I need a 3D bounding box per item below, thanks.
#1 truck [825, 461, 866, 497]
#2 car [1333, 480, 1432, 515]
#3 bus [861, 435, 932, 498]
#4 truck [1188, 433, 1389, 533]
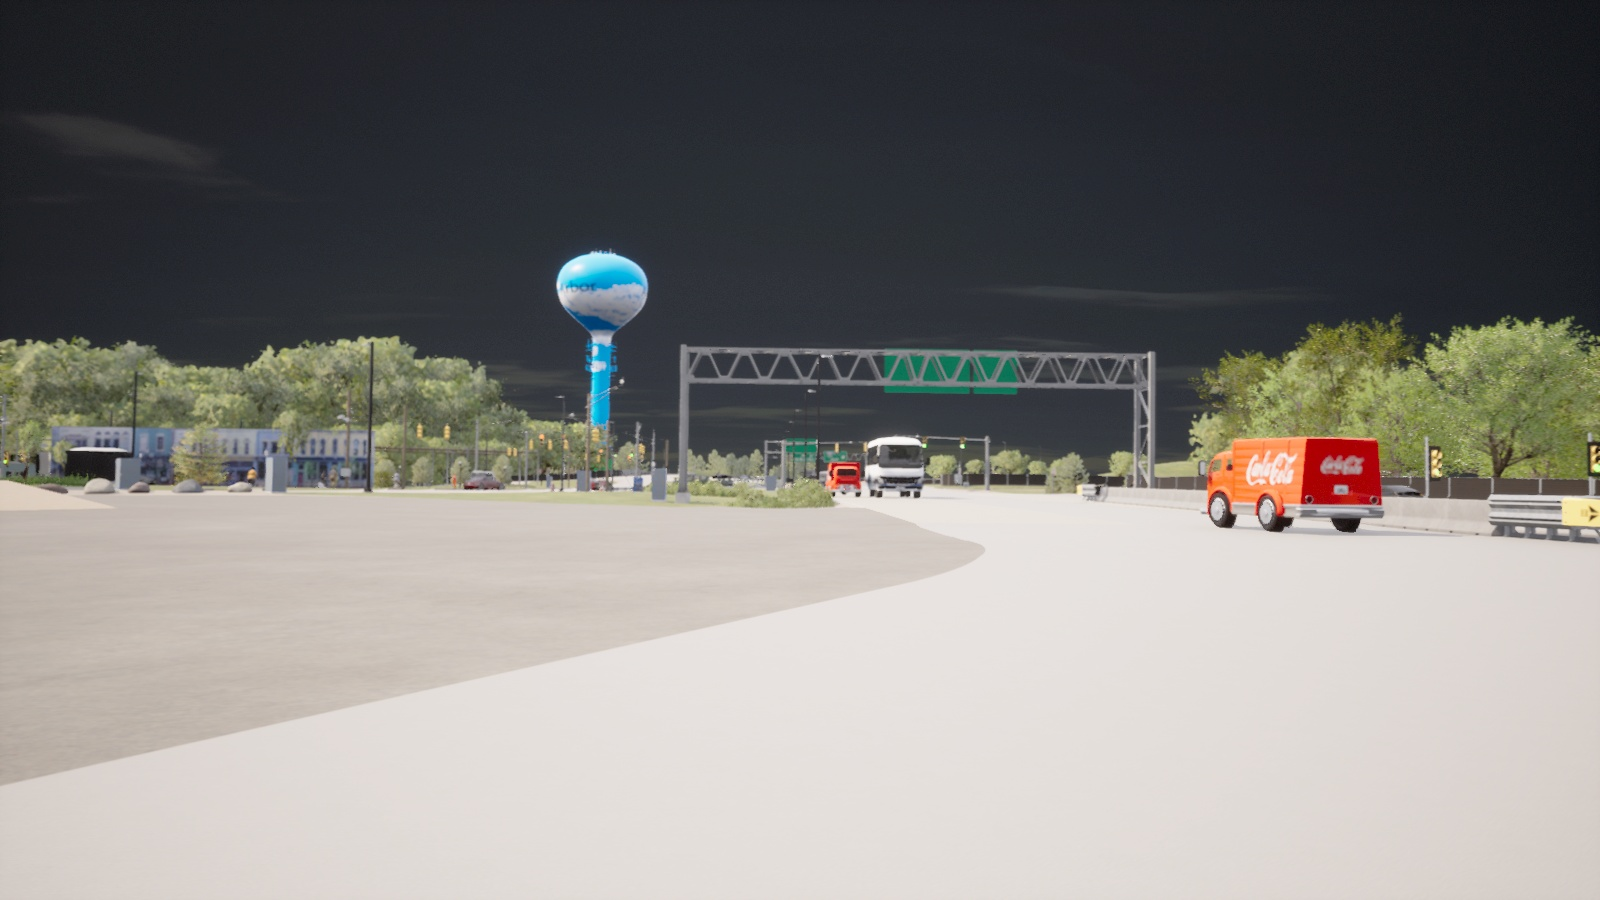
[{"bbox_3d":[3.251,2.100,90.262,2.627,2.467,5.204,1,-1,-1],"label":"truck"},{"bbox_3d":[27.257,2.204,58.926,2.007,1.525,4.514,1,-1,-10],"label":"car"},{"bbox_3d":[6.772,1.233,89.863,3.944,4.253,10.273,1,-1,-1],"label":"bus"},{"bbox_3d":[12.993,0.877,33.877,2.627,2.467,5.204,1,-1,-12],"label":"truck"}]
